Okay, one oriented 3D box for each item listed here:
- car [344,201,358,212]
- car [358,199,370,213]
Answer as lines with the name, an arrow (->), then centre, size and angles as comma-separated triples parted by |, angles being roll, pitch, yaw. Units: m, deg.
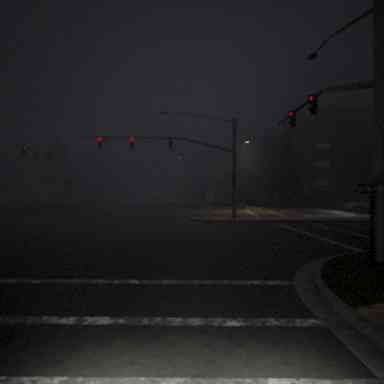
car -> 19.372, 1.478, 37.009 | 4.674, 1.442, 1.812 | 0, 0, 0
car -> 19.983, 1.434, 33.514 | 5.008, 1.535, 1.882 | 0, 0, -1
